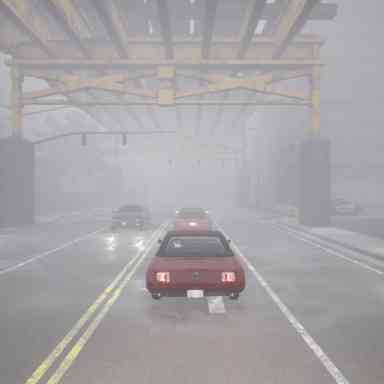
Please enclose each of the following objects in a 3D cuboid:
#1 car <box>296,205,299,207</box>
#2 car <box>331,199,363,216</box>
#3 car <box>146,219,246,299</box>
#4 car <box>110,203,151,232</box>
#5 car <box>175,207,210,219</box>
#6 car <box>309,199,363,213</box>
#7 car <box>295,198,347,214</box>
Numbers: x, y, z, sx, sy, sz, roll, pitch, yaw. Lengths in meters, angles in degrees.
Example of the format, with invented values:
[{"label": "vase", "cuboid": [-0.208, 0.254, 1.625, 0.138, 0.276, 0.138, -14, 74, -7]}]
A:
[{"label": "car", "cuboid": [13.479, 1.239, 34.633, 4.536, 1.218, 1.853, 0, 0, 25]}, {"label": "car", "cuboid": [13.125, 1.404, 30.494, 4.974, 1.542, 2.038, 0, 0, -20]}, {"label": "car", "cuboid": [0.059, 1.594, 8.387, 1.895, 1.301, 4.718, 0, 0, 0]}, {"label": "car", "cuboid": [-3.610, 1.478, 20.208, 1.837, 1.490, 4.892, 0, 0, 0]}, {"label": "car", "cuboid": [0.018, 1.536, 18.347, 1.994, 1.385, 4.181, 0, 0, -1]}, {"label": "car", "cuboid": [13.174, 1.247, 30.512, 4.536, 1.218, 1.853, 0, 0, -20]}, {"label": "car", "cuboid": [13.432, 1.396, 34.655, 4.974, 1.542, 2.038, 0, 0, 25]}]
